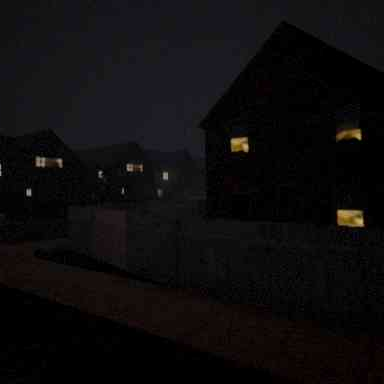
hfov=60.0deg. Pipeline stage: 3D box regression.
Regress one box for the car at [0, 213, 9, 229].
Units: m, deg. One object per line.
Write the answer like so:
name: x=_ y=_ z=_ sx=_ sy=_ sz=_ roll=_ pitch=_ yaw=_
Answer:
car: x=-11.808 y=1.529 z=16.711 sx=1.812 sy=1.442 sz=4.674 roll=-2 pitch=-1 yaw=36
